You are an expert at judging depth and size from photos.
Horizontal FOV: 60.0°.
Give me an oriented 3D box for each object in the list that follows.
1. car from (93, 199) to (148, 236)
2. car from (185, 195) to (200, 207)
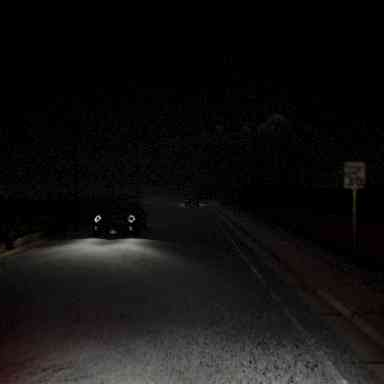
[{"bbox_3d":[-3.597,1.226,17.359,2.097,1.767,4.553,0,0,0],"label":"car"},{"bbox_3d":[0.019,1.195,45.319,1.812,1.442,4.674,0,0,1],"label":"car"}]
